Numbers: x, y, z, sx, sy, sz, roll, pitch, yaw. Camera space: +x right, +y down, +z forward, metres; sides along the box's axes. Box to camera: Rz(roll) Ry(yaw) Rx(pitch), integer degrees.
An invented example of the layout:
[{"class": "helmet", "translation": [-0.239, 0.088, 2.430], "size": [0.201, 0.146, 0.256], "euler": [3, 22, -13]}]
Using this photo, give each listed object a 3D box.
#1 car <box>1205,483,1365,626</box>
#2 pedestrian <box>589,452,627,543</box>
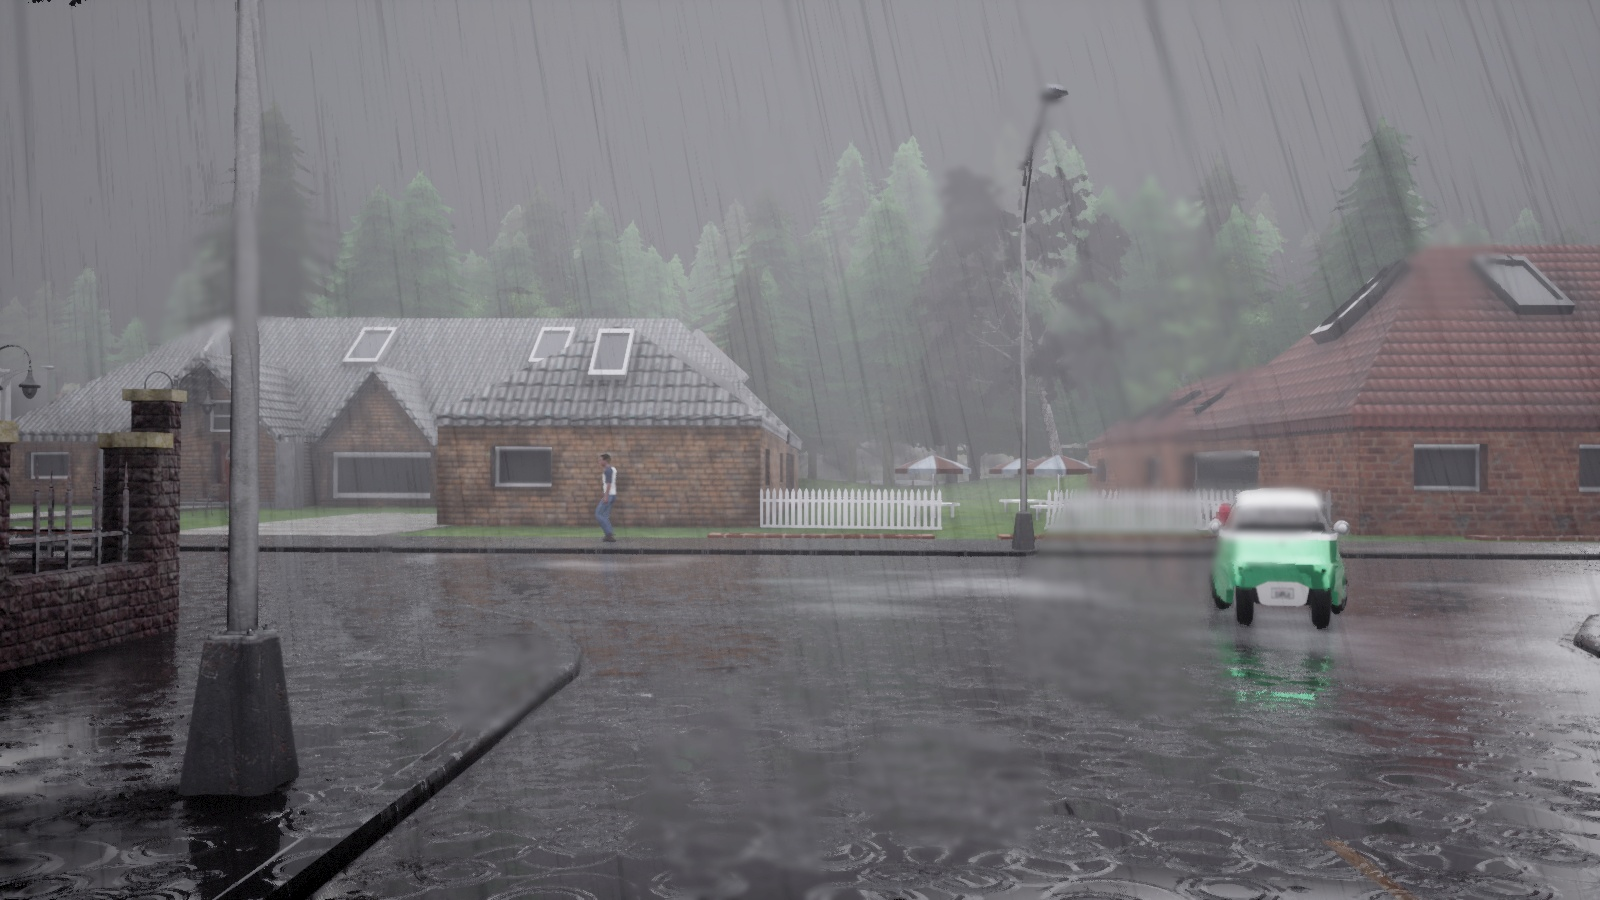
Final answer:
[{"class": "car", "translation": [5.257, 1.078, 13.688], "size": [1.481, 1.376, 2.207], "euler": [-1, -1, 20]}, {"class": "pedestrian", "translation": [-3.900, 0.966, 25.482], "size": [0.706, 1.836, 0.354], "euler": [0, -1, 1]}]
